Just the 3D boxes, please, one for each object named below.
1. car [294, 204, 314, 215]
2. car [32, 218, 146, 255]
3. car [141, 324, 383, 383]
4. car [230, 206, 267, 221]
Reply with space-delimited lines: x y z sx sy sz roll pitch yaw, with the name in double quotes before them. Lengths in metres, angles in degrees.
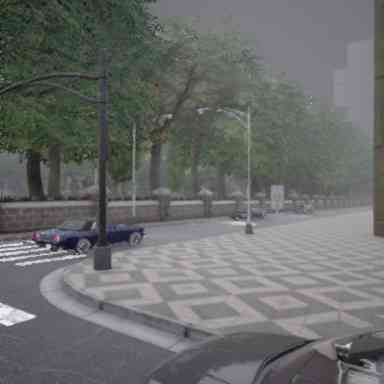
"car" 16.372 2.560 48.383 1.837 1.490 4.892 0 -1 35
"car" -4.130 1.776 14.273 1.895 1.301 4.718 0 -1 33
"car" 1.523 1.552 1.878 4.403 1.369 2.008 0 0 35
"car" 5.803 2.156 33.544 2.033 1.411 5.357 0 -1 35
